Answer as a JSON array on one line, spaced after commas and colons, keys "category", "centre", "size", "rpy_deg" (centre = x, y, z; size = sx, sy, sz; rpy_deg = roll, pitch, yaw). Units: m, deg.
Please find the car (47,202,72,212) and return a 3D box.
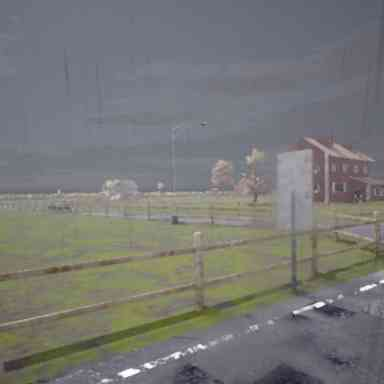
[{"category": "car", "centre": [-19.978, 2.169, 49.929], "size": [2.033, 1.411, 5.357], "rpy_deg": [-1, 0, -43]}]
